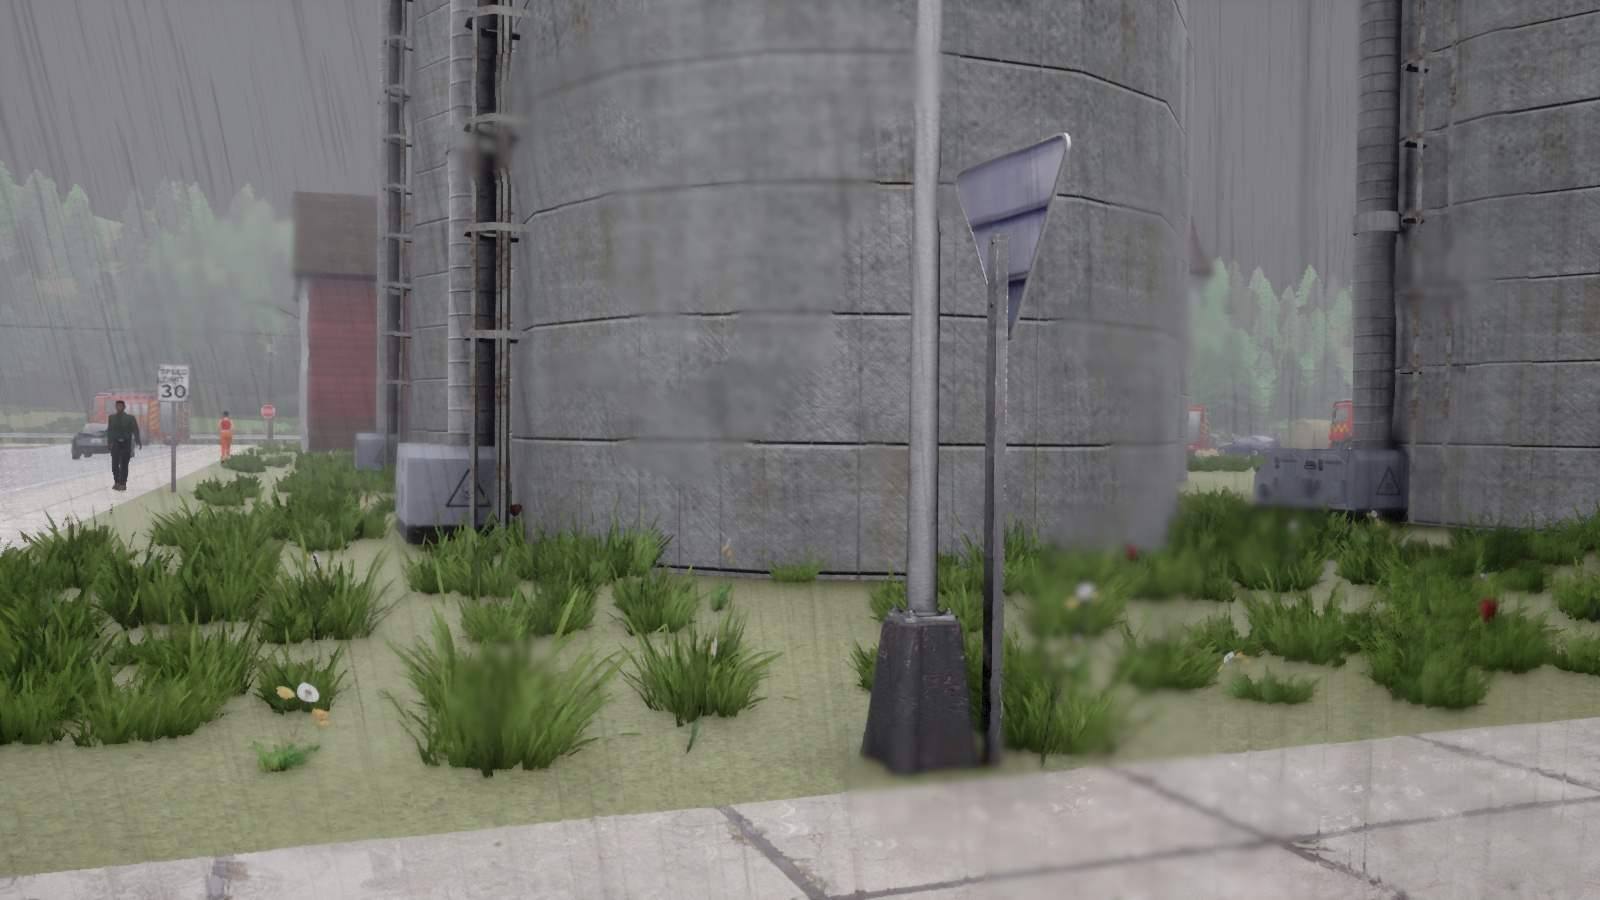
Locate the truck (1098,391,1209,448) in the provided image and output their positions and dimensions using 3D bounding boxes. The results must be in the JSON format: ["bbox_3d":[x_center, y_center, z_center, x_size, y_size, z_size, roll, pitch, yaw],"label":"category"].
[{"bbox_3d":[24.537,-2.088,87.621,2.891,3.827,8.468,-1,1,-22],"label":"truck"}]

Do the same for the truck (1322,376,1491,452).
[{"bbox_3d":[32.460,-1.860,67.723,2.891,3.827,8.468,0,1,-22],"label":"truck"}]

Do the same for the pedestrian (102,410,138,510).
[{"bbox_3d":[-13.611,0.191,25.156,0.423,1.949,0.788,-1,1,-15],"label":"pedestrian"}]

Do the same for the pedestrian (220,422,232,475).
[{"bbox_3d":[-20.031,-0.045,43.799,0.345,1.836,0.594,-1,1,-24],"label":"pedestrian"}]

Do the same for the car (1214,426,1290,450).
[{"bbox_3d":[28.201,-0.784,78.468,1.812,1.442,4.674,-1,1,-21],"label":"car"}]

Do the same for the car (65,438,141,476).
[{"bbox_3d":[-29.414,0.251,53.139,2.163,1.488,4.792,-1,1,-22],"label":"car"}]

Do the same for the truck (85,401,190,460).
[{"bbox_3d":[-45.081,-1.269,85.299,8.468,3.827,2.891,0,1,37],"label":"truck"}]
